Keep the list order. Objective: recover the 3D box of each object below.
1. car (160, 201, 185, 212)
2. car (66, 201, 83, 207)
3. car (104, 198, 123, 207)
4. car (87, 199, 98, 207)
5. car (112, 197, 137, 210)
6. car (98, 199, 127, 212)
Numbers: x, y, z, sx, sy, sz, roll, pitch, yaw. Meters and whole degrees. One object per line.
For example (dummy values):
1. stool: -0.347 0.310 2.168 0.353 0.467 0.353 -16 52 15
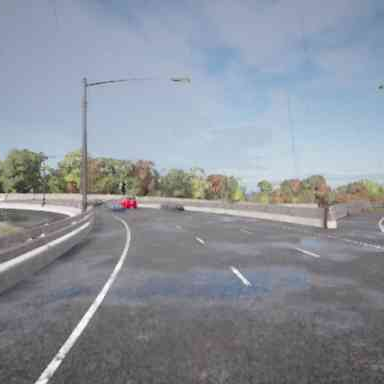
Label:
1. car: -2.765 1.982 45.706 2.033 1.411 5.357 0 -1 -25
2. car: -23.279 2.353 65.797 1.895 1.301 4.718 0 -1 -41
3. car: -15.986 2.081 67.798 2.097 1.767 4.553 0 -1 -38
4. car: -19.343 2.092 66.453 2.097 1.767 4.553 0 -1 -38
5. car: -10.522 1.775 53.126 2.150 2.045 5.566 0 -1 -30
6. car: -11.534 2.061 47.811 2.033 1.411 5.357 0 -1 -28
